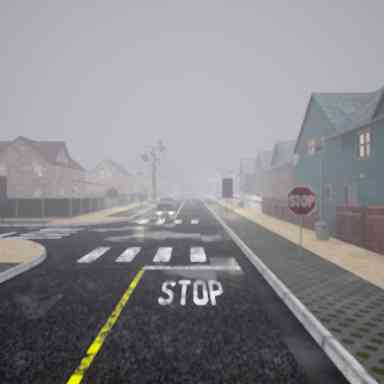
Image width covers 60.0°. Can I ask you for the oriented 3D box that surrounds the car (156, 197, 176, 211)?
[{"bbox_3d":[-2.744,1.232,36.057,2.033,1.411,5.357,0,1,0],"label":"car"}]
